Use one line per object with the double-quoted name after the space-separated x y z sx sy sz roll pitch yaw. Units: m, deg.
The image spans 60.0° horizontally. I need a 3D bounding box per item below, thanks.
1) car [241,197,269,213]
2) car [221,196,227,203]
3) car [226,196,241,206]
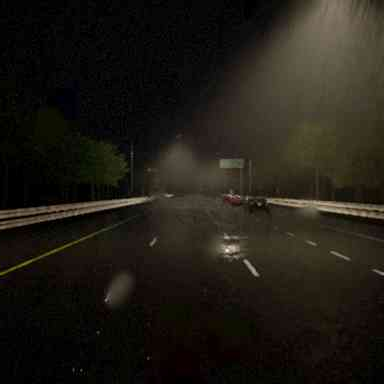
7.072 1.378 36.884 2.097 1.767 4.553 0 0 0 "car"
7.272 1.566 71.170 1.812 1.442 4.674 0 0 0 "car"
7.157 1.605 54.075 1.994 1.385 4.181 0 0 0 "car"
